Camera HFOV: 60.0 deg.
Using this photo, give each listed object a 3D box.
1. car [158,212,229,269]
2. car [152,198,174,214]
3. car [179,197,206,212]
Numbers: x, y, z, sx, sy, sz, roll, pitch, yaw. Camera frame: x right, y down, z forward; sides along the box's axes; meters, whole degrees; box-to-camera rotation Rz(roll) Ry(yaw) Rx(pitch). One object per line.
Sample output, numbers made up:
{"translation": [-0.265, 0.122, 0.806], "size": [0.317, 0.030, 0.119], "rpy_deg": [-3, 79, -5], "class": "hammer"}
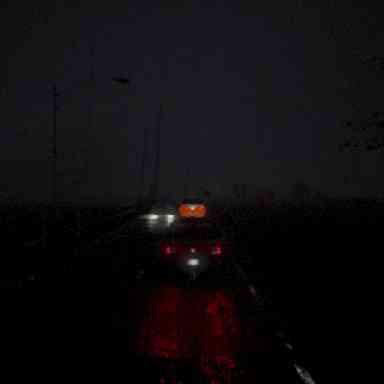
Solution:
{"translation": [0.056, 1.556, 10.991], "size": [1.895, 1.301, 4.718], "rpy_deg": [0, 0, 0], "class": "car"}
{"translation": [-2.846, 1.330, 33.165], "size": [1.882, 1.535, 5.008], "rpy_deg": [0, 0, 0], "class": "car"}
{"translation": [0.052, 1.234, 26.960], "size": [2.097, 1.767, 4.553], "rpy_deg": [0, 0, 0], "class": "car"}
